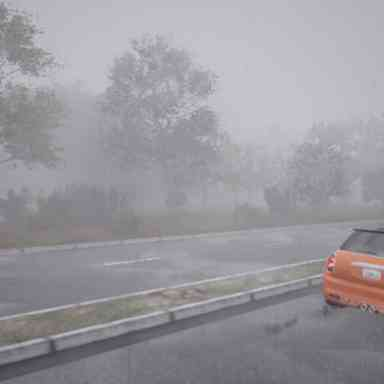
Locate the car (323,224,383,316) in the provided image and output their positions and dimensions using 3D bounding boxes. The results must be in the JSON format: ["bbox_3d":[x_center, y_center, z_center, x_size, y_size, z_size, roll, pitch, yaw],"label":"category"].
[{"bbox_3d":[4.756,1.420,6.829,4.553,1.767,2.097,1,0,-35],"label":"car"}]
